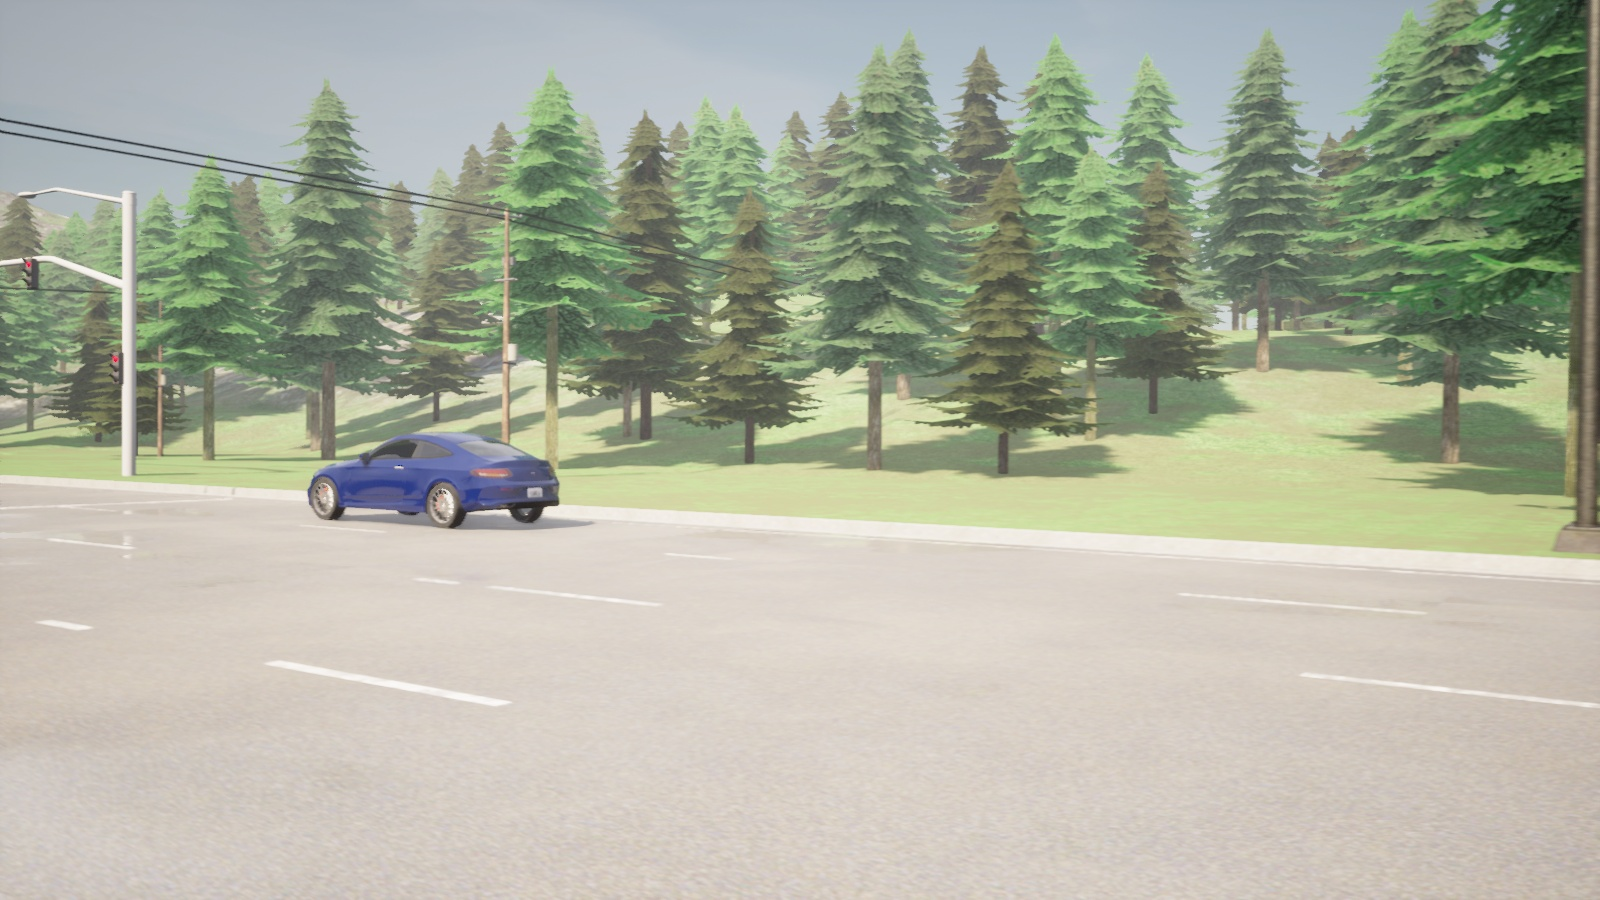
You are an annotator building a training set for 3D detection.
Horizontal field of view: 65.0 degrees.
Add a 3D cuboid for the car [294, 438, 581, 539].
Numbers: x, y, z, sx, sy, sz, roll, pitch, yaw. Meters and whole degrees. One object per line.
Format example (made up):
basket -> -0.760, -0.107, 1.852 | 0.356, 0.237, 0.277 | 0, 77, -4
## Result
car -> -5.871, 0.545, 20.130 | 4.674, 1.442, 1.812 | 0, 1, 34
